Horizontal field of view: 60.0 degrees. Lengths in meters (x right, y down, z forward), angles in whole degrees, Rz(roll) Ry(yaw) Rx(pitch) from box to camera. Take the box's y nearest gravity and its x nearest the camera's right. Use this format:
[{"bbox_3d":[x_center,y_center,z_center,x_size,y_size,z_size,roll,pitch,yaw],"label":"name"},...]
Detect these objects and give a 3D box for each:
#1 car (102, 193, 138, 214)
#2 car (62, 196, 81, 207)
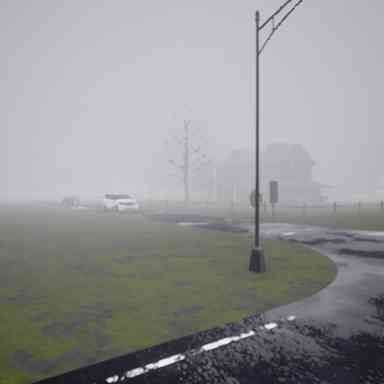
[{"bbox_3d":[-7.690,1.138,35.141,2.150,2.045,5.566,0,0,-35],"label":"car"},{"bbox_3d":[-18.308,1.395,50.335,2.128,1.511,4.902,0,0,-35],"label":"car"}]
